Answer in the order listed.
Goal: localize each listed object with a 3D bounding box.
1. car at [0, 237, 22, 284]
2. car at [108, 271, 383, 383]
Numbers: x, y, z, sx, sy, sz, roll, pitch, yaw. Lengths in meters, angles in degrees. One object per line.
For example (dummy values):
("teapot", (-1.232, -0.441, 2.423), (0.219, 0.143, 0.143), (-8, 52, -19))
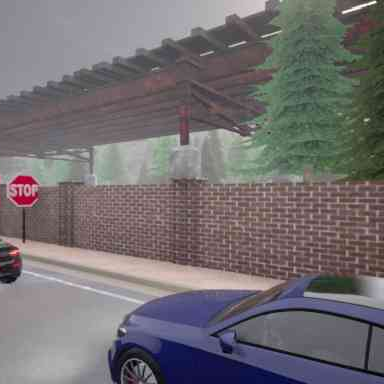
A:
("car", (-6.055, 1.526, 8.311), (4.674, 1.442, 1.812), (0, 0, 36))
("car", (1.257, 1.526, 3.095), (4.674, 1.442, 1.812), (0, 0, 36))
